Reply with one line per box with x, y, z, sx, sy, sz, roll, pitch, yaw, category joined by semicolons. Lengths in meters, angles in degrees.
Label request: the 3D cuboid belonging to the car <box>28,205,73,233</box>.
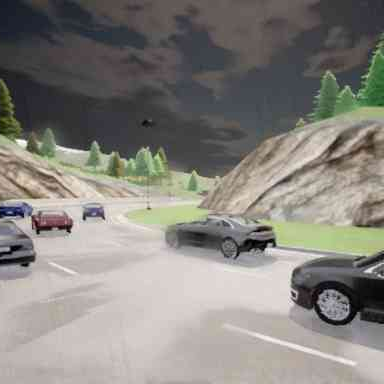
-8.444;1.701;19.838;1.895;1.301;4.718;0;0;-29;car

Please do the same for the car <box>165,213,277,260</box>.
0.937;1.588;12.985;2.128;1.511;4.902;0;0;-45;car

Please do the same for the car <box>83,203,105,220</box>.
-8.886;1.694;30.149;1.812;1.442;4.674;0;0;-17;car

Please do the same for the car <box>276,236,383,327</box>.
4.155;1.565;5.563;4.892;1.490;1.837;0;0;36;car

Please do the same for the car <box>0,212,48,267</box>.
-6.635;1.594;10.886;2.033;1.411;5.357;1;0;-39;car

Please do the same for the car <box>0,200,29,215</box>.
-16.237;1.619;31.066;1.882;1.535;5.008;0;0;-13;car
